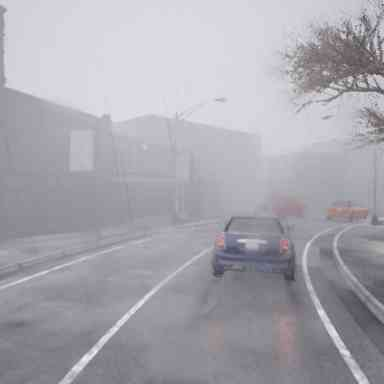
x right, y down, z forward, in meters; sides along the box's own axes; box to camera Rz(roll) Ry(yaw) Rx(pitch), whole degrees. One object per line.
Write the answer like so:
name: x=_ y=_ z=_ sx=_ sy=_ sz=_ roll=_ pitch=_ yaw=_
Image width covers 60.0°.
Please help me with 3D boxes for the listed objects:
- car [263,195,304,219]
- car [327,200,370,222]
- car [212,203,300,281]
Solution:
car: x=7.426 y=1.276 z=27.743 sx=2.150 sy=2.045 sz=5.566 roll=1 pitch=0 yaw=41
car: x=13.521 y=1.507 z=28.597 sx=4.553 sy=1.767 sz=2.097 roll=1 pitch=1 yaw=-44
car: x=2.036 y=1.373 z=10.270 sx=2.097 sy=1.767 sz=4.553 roll=1 pitch=0 yaw=15
